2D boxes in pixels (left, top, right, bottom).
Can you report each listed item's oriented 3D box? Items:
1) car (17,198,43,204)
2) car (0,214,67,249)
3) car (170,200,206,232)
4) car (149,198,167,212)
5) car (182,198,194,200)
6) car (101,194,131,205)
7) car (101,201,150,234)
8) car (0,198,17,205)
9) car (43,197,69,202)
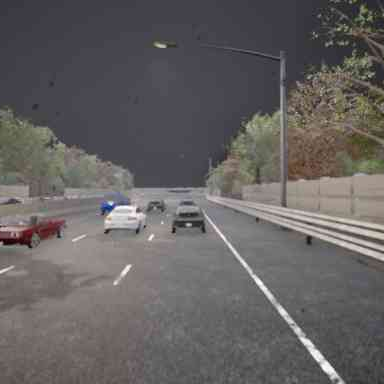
[{"bbox_3d":[-21.772,1.552,46.275,1.837,1.490,4.892,0,0,0],"label":"car"},{"bbox_3d":[-7.111,1.605,14.468,1.895,1.301,4.718,0,0,-1],"label":"car"},{"bbox_3d":[-0.204,1.454,19.695,1.837,1.490,4.892,0,0,-1],"label":"car"},{"bbox_3d":[-4.005,1.448,38.187,1.837,1.490,4.892,0,0,-1],"label":"car"},{"bbox_3d":[-0.514,1.426,38.711,1.837,1.490,4.892,0,0,-1],"label":"car"},{"bbox_3d":[-7.424,1.193,32.982,2.150,2.045,5.566,0,0,-1],"label":"car"},{"bbox_3d":[-3.701,1.498,19.016,1.812,1.442,4.674,0,0,-1],"label":"car"},{"bbox_3d":[-25.266,1.546,45.271,1.882,1.535,5.008,0,0,0],"label":"car"},{"bbox_3d":[-18.270,1.530,46.068,1.837,1.490,4.892,0,0,0],"label":"car"}]
